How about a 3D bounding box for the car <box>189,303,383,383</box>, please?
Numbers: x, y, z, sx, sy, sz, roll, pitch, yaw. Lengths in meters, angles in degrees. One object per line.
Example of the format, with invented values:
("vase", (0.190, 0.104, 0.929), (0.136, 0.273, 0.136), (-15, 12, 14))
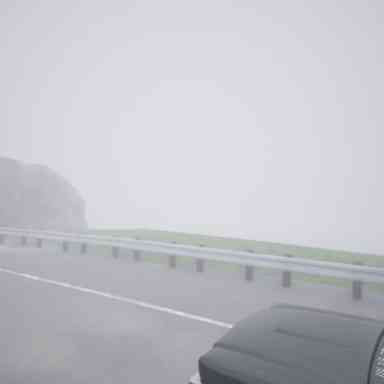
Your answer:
("car", (2.307, 1.594, 2.285), (4.718, 1.301, 1.895), (0, 0, 35))
